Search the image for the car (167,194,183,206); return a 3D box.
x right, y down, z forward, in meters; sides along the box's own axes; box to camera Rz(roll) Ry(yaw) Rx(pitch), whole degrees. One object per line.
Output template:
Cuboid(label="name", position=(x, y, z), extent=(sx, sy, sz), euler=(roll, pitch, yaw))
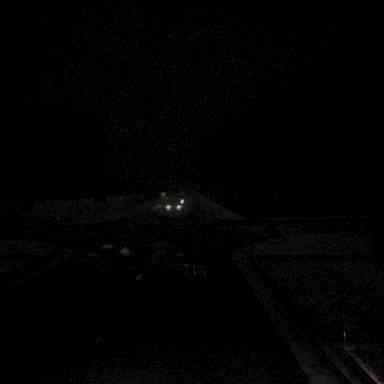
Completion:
Cuboid(label="car", position=(-2.760, 1.321, 51.193), extent=(1.882, 1.535, 5.008), euler=(0, 2, 0))
